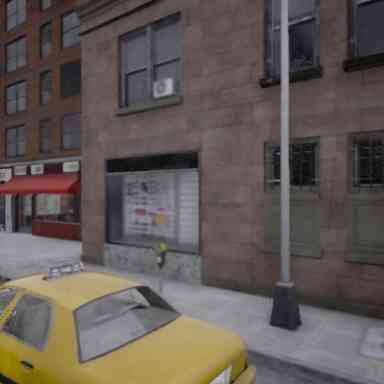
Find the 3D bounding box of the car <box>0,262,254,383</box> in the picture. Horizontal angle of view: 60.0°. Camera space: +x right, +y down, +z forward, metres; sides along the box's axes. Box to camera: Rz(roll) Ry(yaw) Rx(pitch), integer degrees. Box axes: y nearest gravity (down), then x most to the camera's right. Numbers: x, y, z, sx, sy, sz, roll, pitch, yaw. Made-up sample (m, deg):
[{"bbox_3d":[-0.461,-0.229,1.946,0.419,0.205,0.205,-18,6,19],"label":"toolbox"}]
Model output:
[{"bbox_3d":[-1.690,1.533,4.015,4.829,1.417,1.752,0,0,35],"label":"car"}]
